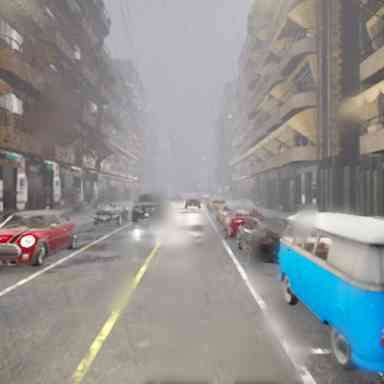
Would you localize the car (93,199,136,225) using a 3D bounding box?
[{"bbox_3d":[-5.308,1.402,22.326,2.008,1.369,4.403,1,0,0],"label":"car"}]

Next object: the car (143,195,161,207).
[{"bbox_3d":[-5.314,1.231,44.839,1.752,1.417,4.829,1,0,0],"label":"car"}]

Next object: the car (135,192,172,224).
[{"bbox_3d":[-2.852,1.063,23.743,2.150,2.045,5.566,0,0,0],"label":"car"}]

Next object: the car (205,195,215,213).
[{"bbox_3d":[2.572,1.301,33.867,1.752,1.417,4.829,1,0,0],"label":"car"}]

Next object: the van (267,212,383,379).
[{"bbox_3d":[2.576,1.305,5.343,1.690,1.788,3.998,1,0,0],"label":"van"}]

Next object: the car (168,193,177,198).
[{"bbox_3d":[-5.279,0.977,90.375,2.008,1.369,4.403,1,0,0],"label":"car"}]

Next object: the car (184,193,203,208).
[{"bbox_3d":[0.105,1.250,41.822,1.812,1.442,4.674,0,0,0],"label":"car"}]

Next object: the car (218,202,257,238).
[{"bbox_3d":[2.573,1.433,16.685,1.887,1.381,4.507,1,0,0],"label":"car"}]

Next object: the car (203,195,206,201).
[{"bbox_3d":[2.571,1.322,39.368,1.802,1.307,4.206,1,0,0],"label":"car"}]

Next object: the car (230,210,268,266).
[{"bbox_3d":[2.573,1.492,11.015,1.947,1.339,4.313,1,0,0],"label":"car"}]

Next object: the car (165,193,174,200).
[{"bbox_3d":[-5.278,1.038,79.034,1.887,1.381,4.507,1,0,0],"label":"car"}]

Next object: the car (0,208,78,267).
[{"bbox_3d":[-5.306,1.366,10.984,1.967,1.590,4.097,1,0,0],"label":"car"}]

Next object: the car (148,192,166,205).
[{"bbox_3d":[-5.315,0.984,50.678,2.192,1.841,5.009,1,0,0],"label":"car"}]

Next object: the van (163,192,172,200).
[{"bbox_3d":[-5.275,0.869,73.361,1.690,1.788,3.998,1,0,0],"label":"van"}]

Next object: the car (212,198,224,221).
[{"bbox_3d":[2.573,1.375,22.526,1.752,1.417,4.829,1,0,0],"label":"car"}]

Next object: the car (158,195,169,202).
[{"bbox_3d":[-5.288,1.180,62.021,1.802,1.307,4.206,1,0,0],"label":"car"}]

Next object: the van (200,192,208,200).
[{"bbox_3d":[2.572,0.869,73.390,1.690,1.788,3.998,1,0,0],"label":"van"}]

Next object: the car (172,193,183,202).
[{"bbox_3d":[-2.773,1.056,64.909,1.882,1.535,5.008,0,0,0],"label":"car"}]

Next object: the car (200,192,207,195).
[{"bbox_3d":[2.570,1.148,62.050,2.008,1.369,4.403,1,0,0],"label":"car"}]
